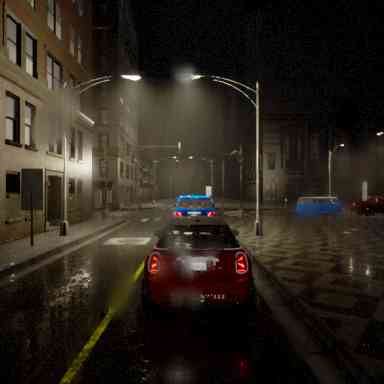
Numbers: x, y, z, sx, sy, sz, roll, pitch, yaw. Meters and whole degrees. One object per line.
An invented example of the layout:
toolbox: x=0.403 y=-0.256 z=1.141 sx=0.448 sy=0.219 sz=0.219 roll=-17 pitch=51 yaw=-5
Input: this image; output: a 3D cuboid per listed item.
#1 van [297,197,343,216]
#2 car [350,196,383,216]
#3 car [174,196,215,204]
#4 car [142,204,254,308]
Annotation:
van: x=11.757 y=1.349 z=30.819 sx=3.998 sy=1.788 sz=1.690 roll=0 pitch=0 yaw=-1
car: x=17.398 y=1.322 z=30.900 sx=5.009 sy=1.841 sz=2.192 roll=0 pitch=0 yaw=-1
car: x=0.118 y=1.207 z=17.932 sx=2.150 sy=2.045 sz=5.566 roll=0 pitch=0 yaw=0
car: x=0.109 y=1.346 z=8.075 sx=2.097 sy=1.767 sz=4.553 roll=0 pitch=0 yaw=0
